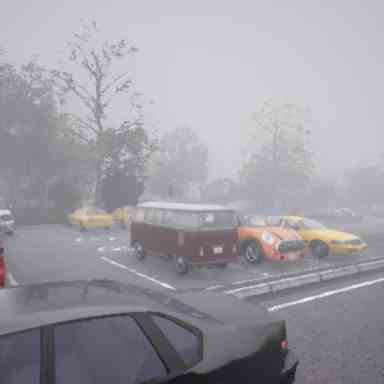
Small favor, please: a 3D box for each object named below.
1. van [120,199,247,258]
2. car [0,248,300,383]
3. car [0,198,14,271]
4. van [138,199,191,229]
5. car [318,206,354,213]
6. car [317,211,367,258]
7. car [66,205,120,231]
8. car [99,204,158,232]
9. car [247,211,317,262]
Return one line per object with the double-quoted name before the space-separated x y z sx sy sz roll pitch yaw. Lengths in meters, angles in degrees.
"van" -0.524 1.355 10.980 1.878 1.987 4.442 1 -1 -35
"car" -1.445 1.557 2.639 5.357 1.411 2.033 1 -1 -35
"car" -5.518 1.217 7.319 2.435 2.045 5.566 1 -1 -35
"van" -2.107 1.539 24.615 1.878 1.987 4.442 2 -1 -35
"car" 14.783 2.545 36.708 2.002 1.452 4.674 3 -2 -35
"car" 4.501 1.715 14.177 1.946 1.575 5.366 2 -1 -35
"car" -6.734 1.631 21.701 1.946 1.575 5.366 1 -1 -35
"car" -4.564 1.692 23.240 1.946 1.575 5.366 2 -1 -35
"car" 1.999 1.519 12.667 2.185 1.767 4.553 2 -1 -35
